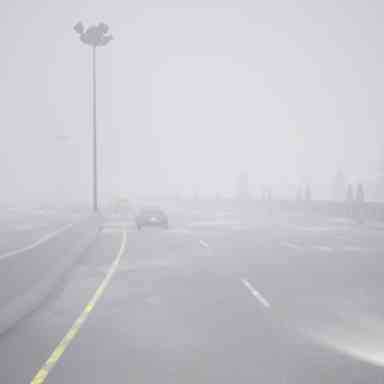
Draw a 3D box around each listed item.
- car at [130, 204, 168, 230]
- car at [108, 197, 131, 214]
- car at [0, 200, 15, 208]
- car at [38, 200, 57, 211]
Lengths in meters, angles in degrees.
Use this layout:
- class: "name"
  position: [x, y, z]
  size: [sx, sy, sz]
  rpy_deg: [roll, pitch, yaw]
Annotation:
- class: "car"
  position: [-2.796, 1.630, 22.018]
  size: [1.994, 1.385, 4.181]
  rpy_deg: [0, 0, -13]
- class: "car"
  position: [-8.303, 1.493, 38.410]
  size: [2.097, 1.767, 4.553]
  rpy_deg: [-1, 0, -23]
- class: "car"
  position: [-30.825, 1.954, 55.209]
  size: [1.994, 1.385, 4.181]
  rpy_deg: [-1, 0, -38]
- class: "car"
  position: [-19.782, 1.783, 45.269]
  size: [1.812, 1.442, 4.674]
  rpy_deg: [0, 0, -30]
